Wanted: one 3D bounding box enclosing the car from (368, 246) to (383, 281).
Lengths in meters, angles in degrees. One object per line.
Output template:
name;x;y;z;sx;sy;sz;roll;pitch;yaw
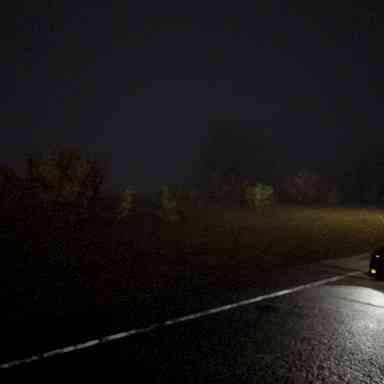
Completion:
car;6.368;1.584;8.533;4.181;1.385;1.994;0;0;-35
